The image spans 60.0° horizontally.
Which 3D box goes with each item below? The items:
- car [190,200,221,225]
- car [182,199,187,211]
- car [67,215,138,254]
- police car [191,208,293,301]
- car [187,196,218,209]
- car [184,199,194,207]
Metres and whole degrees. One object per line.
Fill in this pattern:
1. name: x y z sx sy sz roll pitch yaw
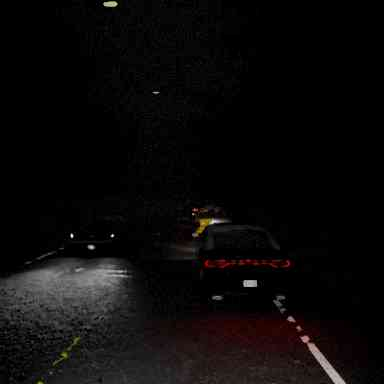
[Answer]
1. car: 0.978 1.517 18.659 1.801 1.575 5.366 -1 0 0
2. car: -0.309 1.782 45.327 2.128 1.511 4.902 0 -1 0
3. car: -3.538 1.647 13.908 1.895 1.301 4.718 0 0 0
4. police car: 1.040 1.449 8.566 1.930 1.638 5.238 0 0 0
5. car: 0.924 1.317 24.513 2.150 2.045 5.566 -1 0 -1
6. car: -0.580 1.966 59.412 1.812 1.442 4.674 0 -1 -1
